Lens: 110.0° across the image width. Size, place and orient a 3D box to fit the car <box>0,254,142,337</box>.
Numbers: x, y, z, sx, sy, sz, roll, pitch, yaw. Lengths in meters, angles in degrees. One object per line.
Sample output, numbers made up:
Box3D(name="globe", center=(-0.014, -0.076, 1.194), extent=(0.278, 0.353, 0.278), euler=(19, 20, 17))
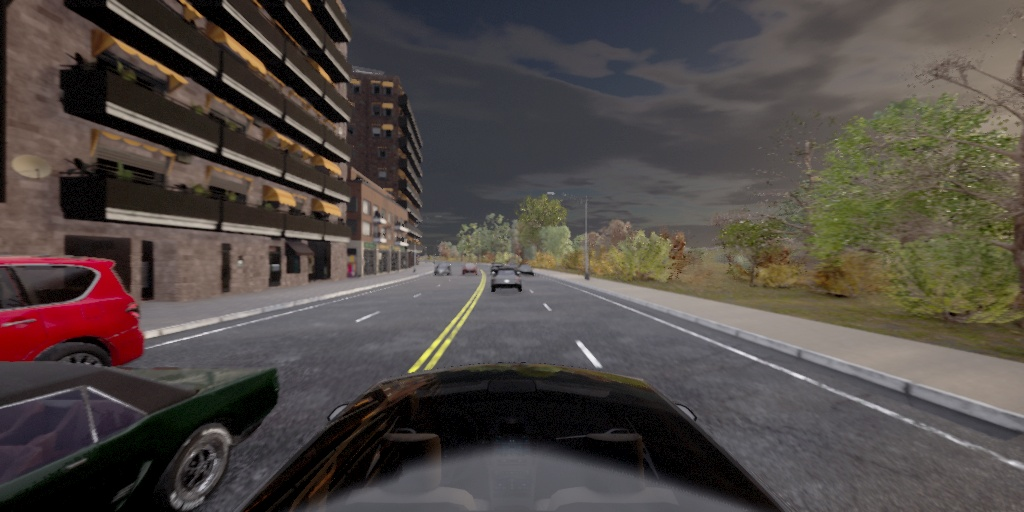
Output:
Box3D(name="car", center=(-6.619, 0.983, 3.043), extent=(2.150, 2.045, 5.566), euler=(0, -1, 0))

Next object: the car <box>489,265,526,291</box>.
Box3D(name="car", center=(-0.407, 1.518, 23.923), extent=(1.994, 1.385, 4.181), euler=(0, -1, -3))

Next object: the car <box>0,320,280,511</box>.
Box3D(name="car", center=(-3.370, 1.348, 1.518), extent=(1.895, 1.301, 4.718), euler=(0, -1, 0))

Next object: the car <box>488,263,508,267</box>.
Box3D(name="car", center=(-1.958, 1.658, 46.984), extent=(1.837, 1.490, 4.892), euler=(0, 0, -5))

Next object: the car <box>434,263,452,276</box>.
Box3D(name="car", center=(-8.399, 1.620, 43.833), extent=(2.128, 1.511, 4.902), euler=(0, 0, -5))

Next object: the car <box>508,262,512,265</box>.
Box3D(name="car", center=(-0.027, 1.741, 59.061), extent=(2.128, 1.511, 4.902), euler=(0, 0, -7))

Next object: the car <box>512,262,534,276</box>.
Box3D(name="car", center=(1.489, 1.696, 44.630), extent=(1.994, 1.385, 4.181), euler=(0, -1, -5))

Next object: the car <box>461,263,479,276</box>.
Box3D(name="car", center=(-5.176, 1.610, 44.351), extent=(1.882, 1.535, 5.008), euler=(0, -1, -5))
